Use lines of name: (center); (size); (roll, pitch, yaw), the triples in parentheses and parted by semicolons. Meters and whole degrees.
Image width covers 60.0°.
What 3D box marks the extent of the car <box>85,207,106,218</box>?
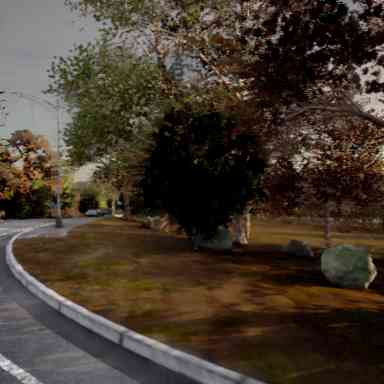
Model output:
car: (-15.498, 3.432, 52.600); (2.033, 1.411, 5.357); (0, -4, -6)

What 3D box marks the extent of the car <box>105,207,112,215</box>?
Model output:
car: (-17.115, 4.126, 66.434); (2.150, 2.045, 5.566); (0, -4, -5)
